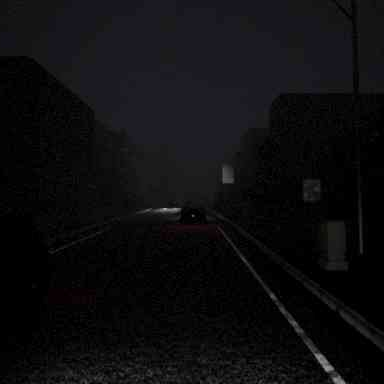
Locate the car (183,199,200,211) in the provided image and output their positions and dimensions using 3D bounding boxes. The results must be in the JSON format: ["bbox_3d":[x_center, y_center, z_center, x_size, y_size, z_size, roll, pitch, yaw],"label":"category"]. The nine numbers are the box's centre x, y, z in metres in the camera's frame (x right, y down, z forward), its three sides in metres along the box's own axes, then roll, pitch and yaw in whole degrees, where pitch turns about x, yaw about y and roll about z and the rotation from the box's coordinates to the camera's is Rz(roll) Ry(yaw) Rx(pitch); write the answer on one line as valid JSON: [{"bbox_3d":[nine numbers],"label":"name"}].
[{"bbox_3d":[-0.143,1.635,42.780,2.033,1.411,5.357,0,0,-1],"label":"car"}]

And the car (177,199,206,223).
[{"bbox_3d":[0.060,1.530,25.837,1.882,1.535,5.008,0,0,0],"label":"car"}]

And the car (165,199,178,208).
[{"bbox_3d":[-3.097,1.704,50.841,1.895,1.301,4.718,0,0,-1],"label":"car"}]

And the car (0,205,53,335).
[{"bbox_3d":[-3.600,1.229,3.819,2.150,2.045,5.566,0,0,0],"label":"car"}]
